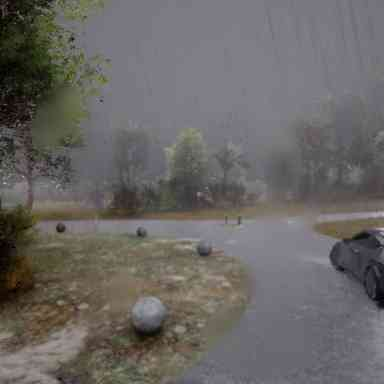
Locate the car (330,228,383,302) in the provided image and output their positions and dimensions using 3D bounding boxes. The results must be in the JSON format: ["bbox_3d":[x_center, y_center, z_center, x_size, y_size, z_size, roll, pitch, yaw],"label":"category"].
[{"bbox_3d":[4.932,1.623,8.279,1.812,1.442,4.674,0,0,9],"label":"car"}]
